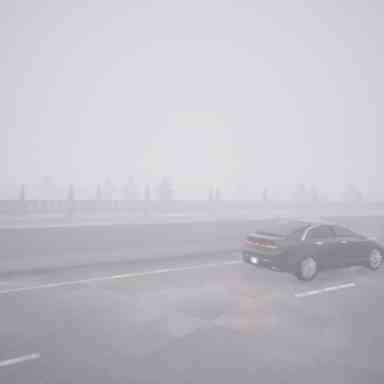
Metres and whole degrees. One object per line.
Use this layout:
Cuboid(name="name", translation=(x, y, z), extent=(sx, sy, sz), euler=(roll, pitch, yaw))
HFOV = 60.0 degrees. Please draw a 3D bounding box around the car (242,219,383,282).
Cuboid(name="car", translation=(3.765, 1.588, 10.000), extent=(4.892, 1.490, 1.837), euler=(1, 0, -29))
